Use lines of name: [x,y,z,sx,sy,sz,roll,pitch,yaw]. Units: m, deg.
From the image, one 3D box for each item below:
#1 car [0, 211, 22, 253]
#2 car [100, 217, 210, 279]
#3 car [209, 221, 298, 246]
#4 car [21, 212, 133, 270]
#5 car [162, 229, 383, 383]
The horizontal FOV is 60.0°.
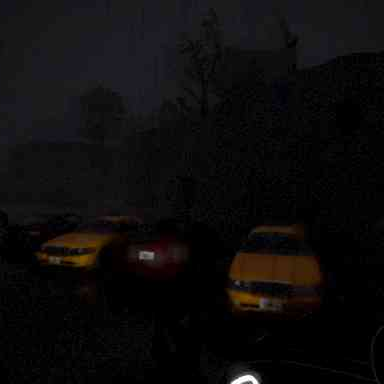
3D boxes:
car: [-5.270,1.533,13.238,2.002,1.452,4.674,0,-1,16]
car: [-0.406,1.522,9.805,2.163,1.488,4.792,0,-1,15]
car: [1.971,1.488,7.864,1.946,1.575,5.366,1,-1,16]
car: [-2.886,1.485,11.330,1.946,1.575,5.366,0,-1,15]
car: [2.272,1.352,1.756,4.553,1.767,2.097,0,0,36]
